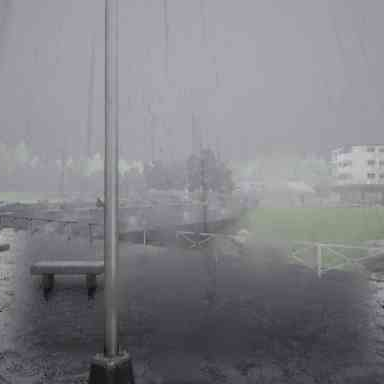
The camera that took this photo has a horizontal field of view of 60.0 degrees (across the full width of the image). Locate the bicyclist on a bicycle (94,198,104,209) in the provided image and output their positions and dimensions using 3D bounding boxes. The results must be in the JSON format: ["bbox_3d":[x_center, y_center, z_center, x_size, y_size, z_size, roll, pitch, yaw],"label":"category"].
[{"bbox_3d":[-8.304,1.349,29.832,1.656,1.620,0.582,0,0,35],"label":"bicyclist on a bicycle"}]

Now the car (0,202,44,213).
[{"bbox_3d":[-14.743,1.564,28.033,1.994,1.385,4.181,0,0,35],"label":"car"}]
